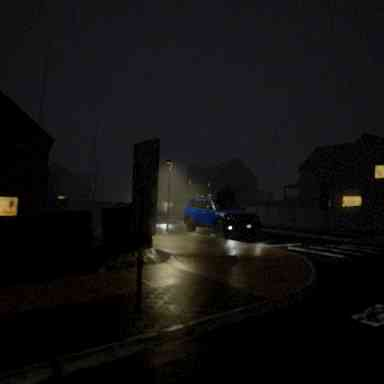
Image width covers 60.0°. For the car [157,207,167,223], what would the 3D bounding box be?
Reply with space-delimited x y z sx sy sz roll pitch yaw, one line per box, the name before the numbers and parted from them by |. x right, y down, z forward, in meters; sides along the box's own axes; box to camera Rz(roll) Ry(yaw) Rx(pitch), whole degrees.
car | -3.416 1.873 28.074 1.994 1.385 4.181 3 -2 -24

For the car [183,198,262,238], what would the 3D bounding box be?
car | 1.482 1.350 18.515 2.150 2.045 5.566 3 -2 -28
